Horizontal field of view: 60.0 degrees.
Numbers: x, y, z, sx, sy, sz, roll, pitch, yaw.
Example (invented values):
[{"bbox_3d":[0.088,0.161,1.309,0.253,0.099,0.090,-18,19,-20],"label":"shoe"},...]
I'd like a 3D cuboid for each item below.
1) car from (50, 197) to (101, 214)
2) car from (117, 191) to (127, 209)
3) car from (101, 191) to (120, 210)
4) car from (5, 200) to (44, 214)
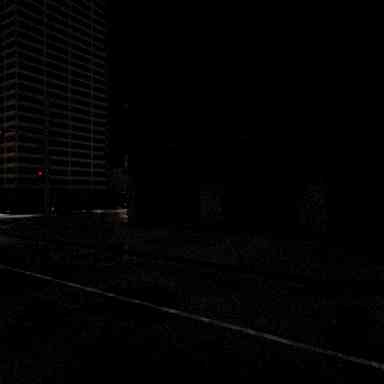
[{"bbox_3d":[-12.779,1.491,35.916,2.128,1.511,4.902,0,0,35],"label":"car"},{"bbox_3d":[-6.815,1.221,44.397,2.150,2.045,5.566,0,0,36],"label":"car"},{"bbox_3d":[-10.963,1.221,44.590,2.150,2.045,5.566,0,0,35],"label":"car"},{"bbox_3d":[-17.091,1.547,35.868,2.033,1.411,5.357,0,0,35],"label":"car"}]
